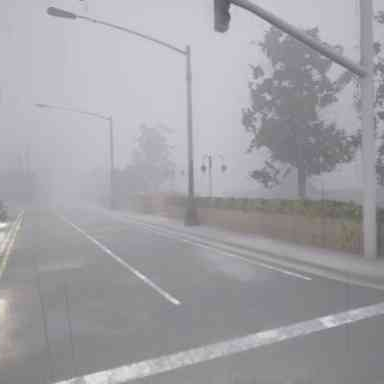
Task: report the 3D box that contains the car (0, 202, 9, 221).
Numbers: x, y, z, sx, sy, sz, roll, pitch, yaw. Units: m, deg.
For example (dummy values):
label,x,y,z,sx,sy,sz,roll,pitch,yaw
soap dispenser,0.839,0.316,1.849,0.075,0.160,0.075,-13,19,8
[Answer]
label,x,y,z,sx,sy,sz,roll,pitch,yaw
car,-16.514,1.644,27.830,1.837,1.490,4.892,-1,1,-25

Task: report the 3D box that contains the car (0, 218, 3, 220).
label,x,y,z,sx,sy,sz,roll,pitch,yaw
car,-12.027,1.682,18.540,1.994,1.385,4.181,-1,1,-26
